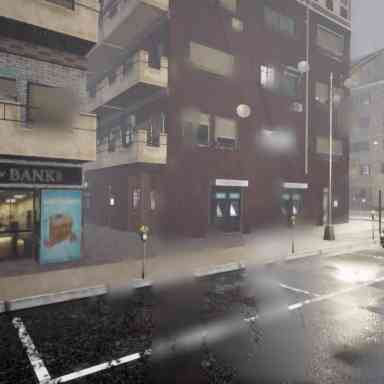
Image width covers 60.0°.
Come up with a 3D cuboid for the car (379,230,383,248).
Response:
[{"bbox_3d":[9.116,1.554,13.164,4.403,1.369,2.008,0,1,-35],"label":"car"}]
